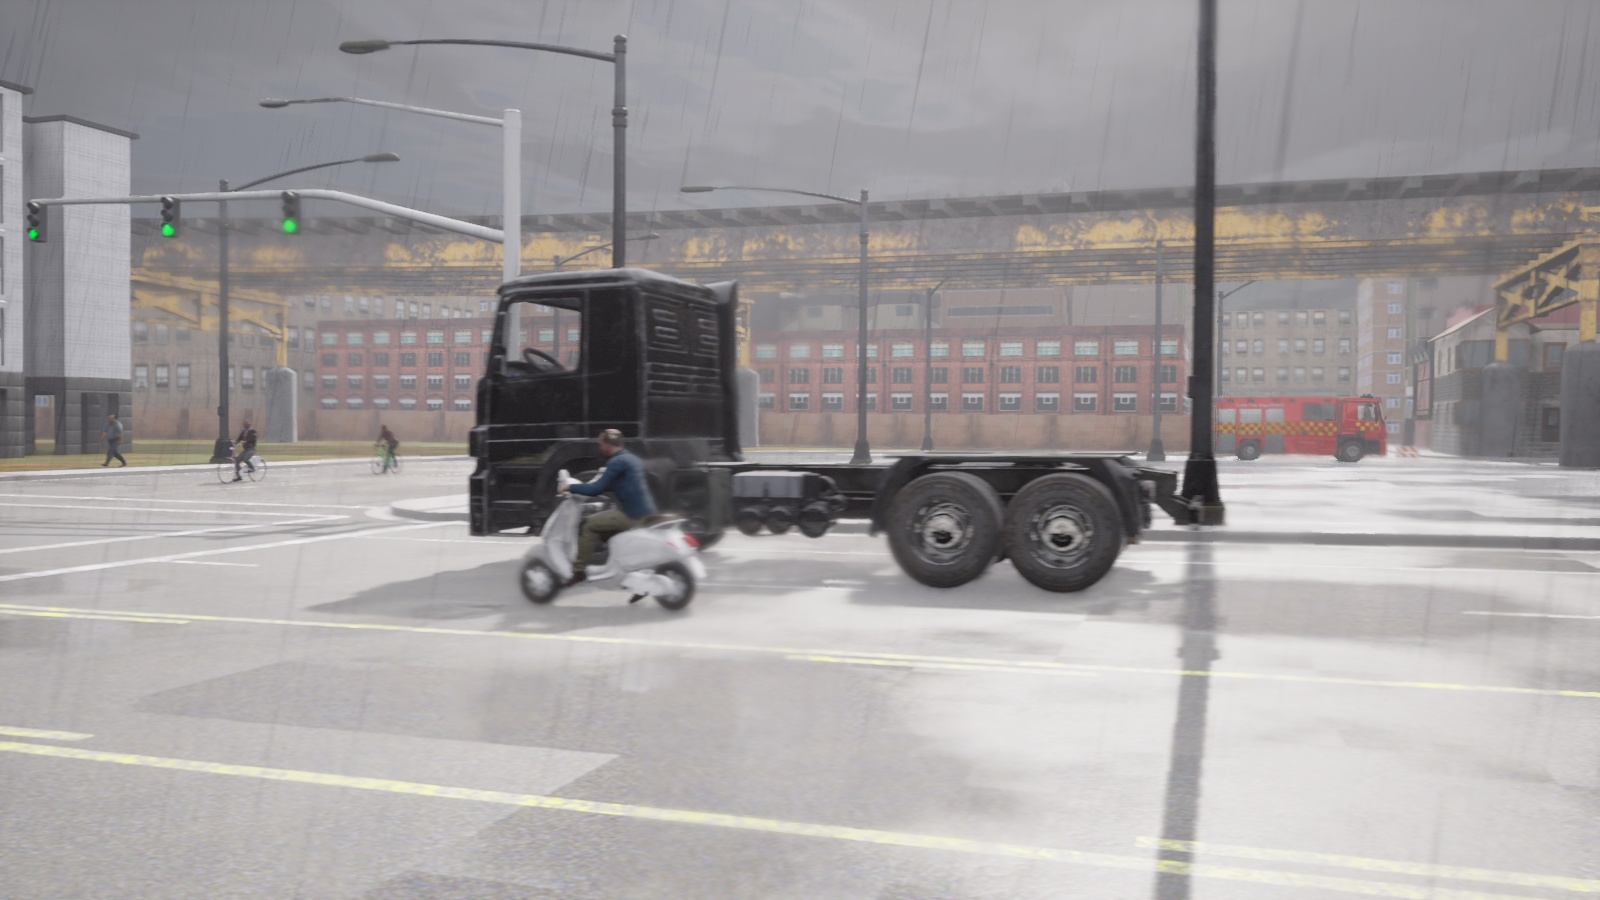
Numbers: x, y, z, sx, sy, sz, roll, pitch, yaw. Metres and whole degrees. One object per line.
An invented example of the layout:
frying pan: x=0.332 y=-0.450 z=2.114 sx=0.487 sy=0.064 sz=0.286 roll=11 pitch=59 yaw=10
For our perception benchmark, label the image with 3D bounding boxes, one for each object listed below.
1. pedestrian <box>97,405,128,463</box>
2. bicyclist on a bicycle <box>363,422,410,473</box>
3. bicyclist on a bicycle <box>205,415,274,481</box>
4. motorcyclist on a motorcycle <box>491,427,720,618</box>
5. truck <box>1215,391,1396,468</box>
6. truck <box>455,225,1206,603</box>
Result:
pedestrian: x=-22.298 y=-0.514 z=40.724 sx=0.540 sy=1.848 sz=0.694 roll=1 pitch=1 yaw=24
bicyclist on a bicycle: x=-13.466 y=-0.089 z=40.923 sx=0.582 sy=1.620 sz=1.656 roll=1 pitch=2 yaw=18
bicyclist on a bicycle: x=-15.430 y=-0.071 z=34.635 sx=0.659 sy=1.776 sz=1.843 roll=1 pitch=1 yaw=18
motorcyclist on a motorcycle: x=-1.717 y=0.594 z=11.154 sx=1.817 sy=1.590 sz=0.866 roll=1 pitch=1 yaw=19
truck: x=26.397 y=-1.099 z=66.029 sx=8.468 sy=3.827 sz=2.891 roll=1 pitch=1 yaw=14
truck: x=0.369 y=-0.380 z=14.130 sx=7.936 sy=3.462 sz=2.891 roll=1 pitch=1 yaw=19
